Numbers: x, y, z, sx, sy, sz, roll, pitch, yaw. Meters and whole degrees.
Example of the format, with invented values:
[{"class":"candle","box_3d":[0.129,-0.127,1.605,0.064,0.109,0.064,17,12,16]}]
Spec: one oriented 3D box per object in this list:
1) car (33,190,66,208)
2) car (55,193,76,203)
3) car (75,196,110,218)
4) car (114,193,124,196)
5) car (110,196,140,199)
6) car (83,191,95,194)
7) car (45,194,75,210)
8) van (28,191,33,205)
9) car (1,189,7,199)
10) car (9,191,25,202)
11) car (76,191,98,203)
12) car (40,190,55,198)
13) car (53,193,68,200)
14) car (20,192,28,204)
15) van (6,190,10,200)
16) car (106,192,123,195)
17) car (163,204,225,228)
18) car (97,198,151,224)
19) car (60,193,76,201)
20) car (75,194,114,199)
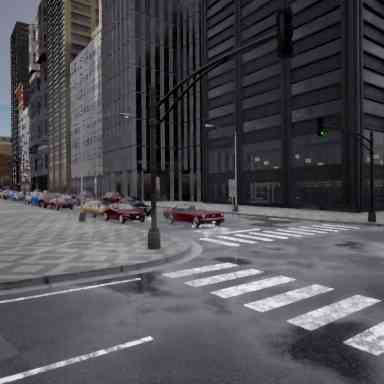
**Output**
[{"class":"car","box_3d":[-18.150,0.995,42.255,2.192,1.841,5.009,0,1,-36]},{"class":"car","box_3d":[-21.864,0.970,57.357,2.128,1.511,4.902,-1,1,-36]},{"class":"car","box_3d":[-8.153,1.353,28.452,1.752,1.417,4.829,0,1,-36]},{"class":"car","box_3d":[-7.946,1.200,42.700,1.947,1.339,4.313,0,1,-36]},{"class":"car","box_3d":[-5.218,1.370,29.096,1.994,1.385,4.181,-1,1,-36]},{"class":"car","box_3d":[-15.863,1.066,49.154,2.128,1.511,4.902,-1,1,-35]},{"class":"car","box_3d":[-14.852,1.275,37.701,1.887,1.381,4.507,0,1,-36]},{"class":"van","box_3d":[-21.450,0.970,46.811,1.690,1.788,3.998,0,1,-36]},{"class":"car","box_3d":[-37.946,0.664,69.587,2.192,1.841,5.009,0,1,-36]},{"class":"car","box_3d":[-31.348,0.904,60.478,1.967,1.590,4.097,0,1,-36]},{"class":"car","box_3d":[-17.842,0.793,56.363,2.192,1.841,5.009,0,1,-36]},{"class":"car","box_3d":[-34.337,0.510,79.139,2.192,1.841,5.009,0,1,-36]},{"class":"car","box_3d":[-27.740,0.854,70.031,1.887,1.381,4.507,0,1,-36]},{"class":"car","box_3d":[-24.750,1.126,51.368,2.008,1.369,4.403,0,1,-36]},{"class":"van","box_3d":[-34.646,0.748,65.032,1.690,1.788,3.998,0,1,-36]},{"class":"car","box_3d":[-11.244,0.899,47.253,2.192,1.841,5.009,0,1,-36]},{"class":"car","box_3d":[0.057,1.479,21.768,1.895,1.301,4.718,-1,1,-35]},{"class":"car","box_3d":[-4.953,1.416,24.035,1.887,1.381,4.507,0,1,-36]},{"class":"car","box_3d":[-24.441,0.949,65.476,1.802,1.307,4.206,0,1,-36]},{"class":"car","box_3d":[-10.708,1.275,36.681,2.033,1.411,5.357,-1,1,-36]}]
